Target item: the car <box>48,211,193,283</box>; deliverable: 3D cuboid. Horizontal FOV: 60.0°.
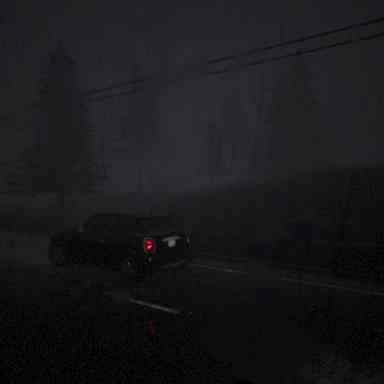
[{"bbox_3d":[-2.252,1.357,9.907,4.553,1.767,2.097,0,0,36],"label":"car"}]
